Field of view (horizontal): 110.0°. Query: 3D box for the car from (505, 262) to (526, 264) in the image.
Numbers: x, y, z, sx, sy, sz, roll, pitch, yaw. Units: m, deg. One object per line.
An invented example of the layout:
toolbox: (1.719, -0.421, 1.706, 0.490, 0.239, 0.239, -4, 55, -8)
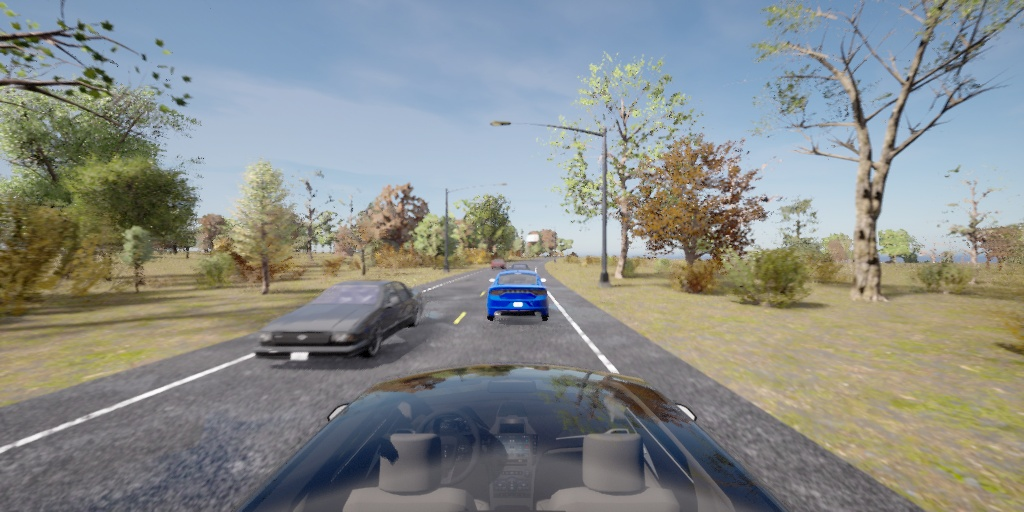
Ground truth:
car: (0.696, 1.319, 30.847, 1.994, 1.385, 4.181, 0, 0, 2)

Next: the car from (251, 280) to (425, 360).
car: (-3.549, 1.297, 8.688, 2.033, 1.411, 5.357, 0, 0, 1)

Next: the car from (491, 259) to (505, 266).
car: (-1.920, 1.236, 51.593, 1.882, 1.535, 5.008, 0, 0, 4)

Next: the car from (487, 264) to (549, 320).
car: (0.209, 1.230, 12.678, 1.882, 1.535, 5.008, 0, 0, 1)
